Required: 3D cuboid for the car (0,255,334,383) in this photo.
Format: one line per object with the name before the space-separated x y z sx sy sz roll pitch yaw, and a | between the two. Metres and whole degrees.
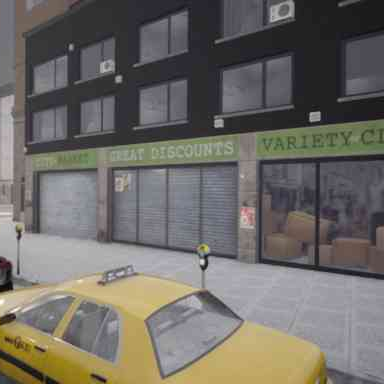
car | -1.017 1.524 3.807 4.829 1.417 1.752 0 1 35
